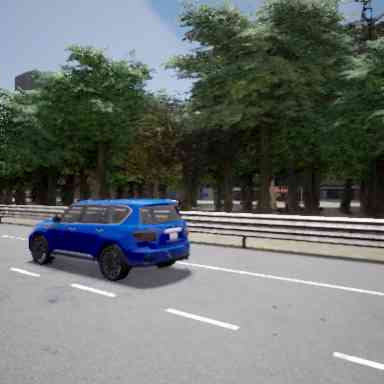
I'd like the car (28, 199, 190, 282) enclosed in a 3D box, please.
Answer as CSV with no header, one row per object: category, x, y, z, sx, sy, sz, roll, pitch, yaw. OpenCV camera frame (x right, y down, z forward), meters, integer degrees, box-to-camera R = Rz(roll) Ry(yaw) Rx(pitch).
car,-2.654,1.232,10.067,5.566,2.045,2.150,0,0,36
